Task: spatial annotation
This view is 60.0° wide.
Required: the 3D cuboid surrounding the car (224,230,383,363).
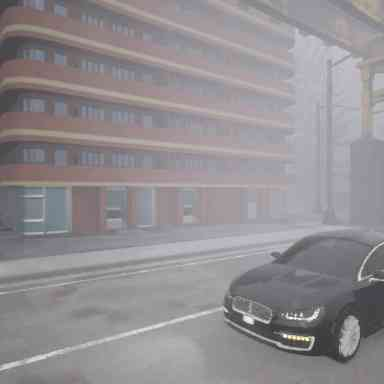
[{"bbox_3d":[2.744,1.503,5.966,4.892,1.490,1.837,0,0,-36],"label":"car"}]
